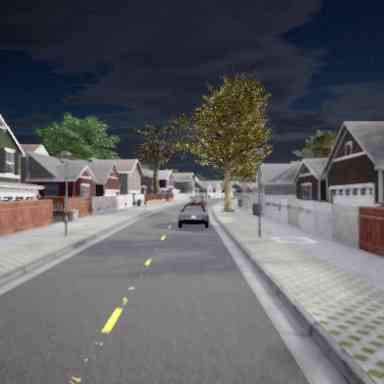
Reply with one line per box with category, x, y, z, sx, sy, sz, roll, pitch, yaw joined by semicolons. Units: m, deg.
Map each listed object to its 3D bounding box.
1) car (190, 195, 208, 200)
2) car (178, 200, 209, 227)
car;0.839;1.208;41.213;2.097;1.767;4.553;0;0;4
car;0.108;1.486;22.214;1.994;1.385;4.181;0;0;0
